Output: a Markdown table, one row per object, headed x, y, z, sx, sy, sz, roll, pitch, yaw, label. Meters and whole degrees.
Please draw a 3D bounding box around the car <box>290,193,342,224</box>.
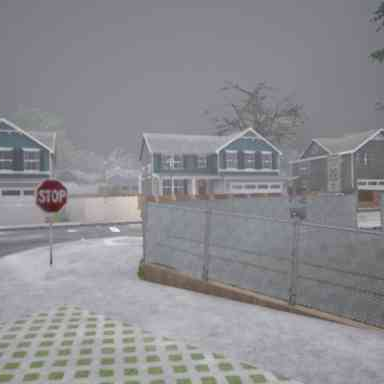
| x | y | z | sx | sy | sz | roll | pitch | yaw | label |
| --- | --- | --- | --- | --- | --- | --- | --- | --- | --- |
| 5.817 | 0.911 | 17.054 | 4.181 | 1.385 | 1.994 | -1 | 0 | -18 | car |
